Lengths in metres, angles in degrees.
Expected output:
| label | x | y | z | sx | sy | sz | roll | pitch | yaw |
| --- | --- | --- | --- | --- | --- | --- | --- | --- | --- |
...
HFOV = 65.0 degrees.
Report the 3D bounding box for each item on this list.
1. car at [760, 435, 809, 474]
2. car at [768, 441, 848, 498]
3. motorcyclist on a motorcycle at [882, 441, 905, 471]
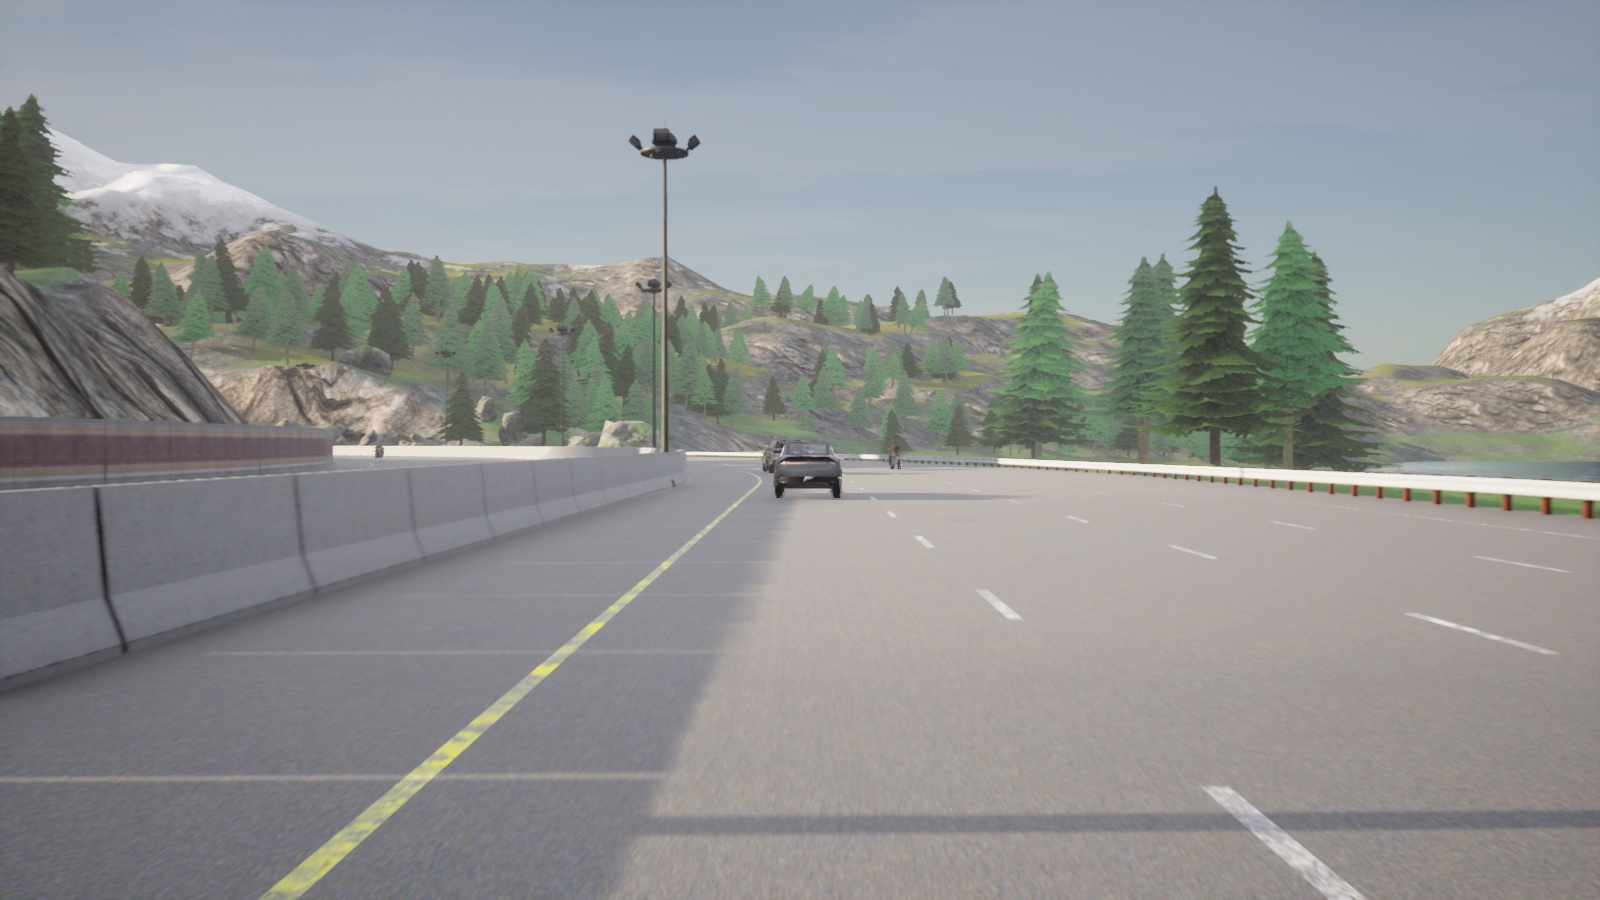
| label | x | y | z | sx | sy | sz | roll | pitch | yaw |
| --- | --- | --- | --- | --- | --- | --- | --- | --- | --- |
| car | -0.814 | 0.214 | 62.521 | 1.932 | 1.855 | 4.605 | 0 | 0 | -7 |
| car | 0.221 | 0.504 | 35.608 | 2.128 | 1.511 | 4.902 | 0 | 0 | 0 |
| motorcyclist on a motorcycle | 5.204 | 0.311 | 70.001 | 0.766 | 1.649 | 2.350 | -1 | 0 | -9 |
